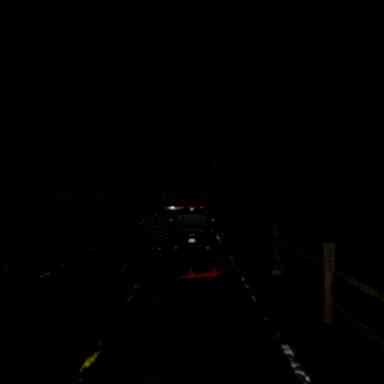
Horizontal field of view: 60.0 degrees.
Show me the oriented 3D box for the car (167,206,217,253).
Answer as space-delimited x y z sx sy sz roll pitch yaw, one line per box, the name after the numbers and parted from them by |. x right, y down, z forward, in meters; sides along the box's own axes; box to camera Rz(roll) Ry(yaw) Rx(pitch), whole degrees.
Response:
0.001 1.611 14.477 1.882 1.535 5.008 0 0 0 | car

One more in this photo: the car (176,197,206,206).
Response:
-0.006 1.477 29.026 2.150 2.045 5.566 0 0 0 | car

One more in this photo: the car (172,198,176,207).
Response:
-2.766 1.897 63.662 2.097 1.767 4.553 0 0 0 | car
